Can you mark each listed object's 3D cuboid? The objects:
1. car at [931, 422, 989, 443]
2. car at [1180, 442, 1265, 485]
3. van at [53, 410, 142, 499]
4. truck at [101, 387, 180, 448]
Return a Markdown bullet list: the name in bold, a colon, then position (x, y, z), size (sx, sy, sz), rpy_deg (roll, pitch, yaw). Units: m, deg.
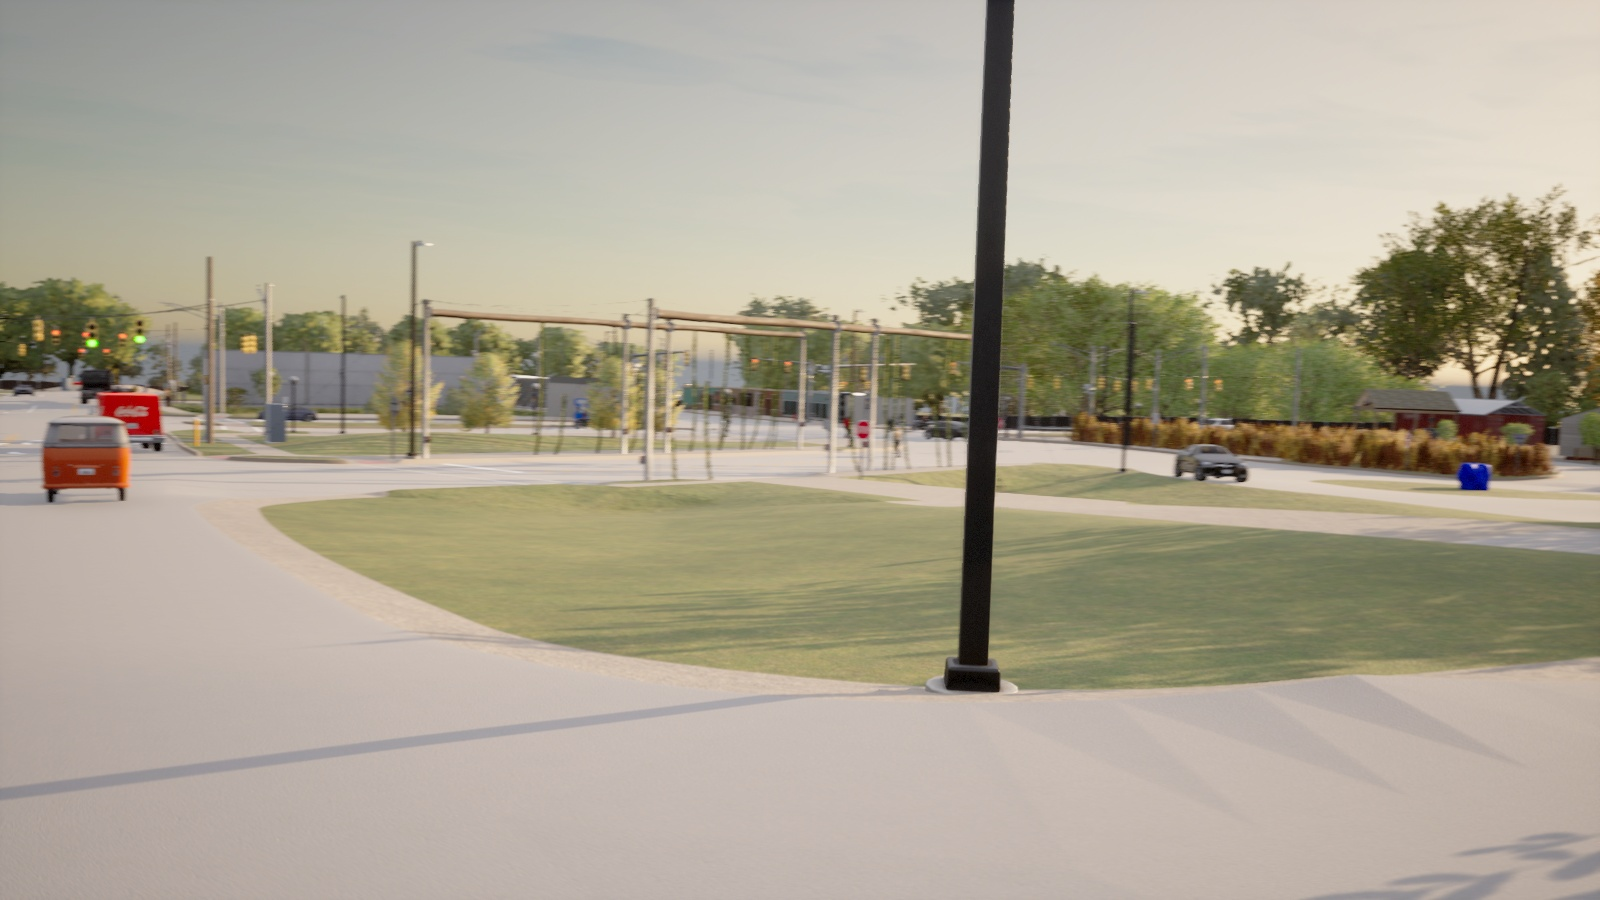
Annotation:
- **car**: position (12.364, -1.389, 97.529), size (1.837, 1.490, 4.892), rpy_deg (0, 3, -30)
- **car**: position (19.350, 0.573, 57.785), size (2.152, 1.651, 5.027), rpy_deg (2, 2, 0)
- **van**: position (-17.100, 0.037, 30.670), size (1.775, 1.987, 4.442), rpy_deg (0, 2, -28)
- **truck**: position (-28.681, -1.440, 54.518), size (2.627, 2.467, 5.204), rpy_deg (0, 3, -33)
